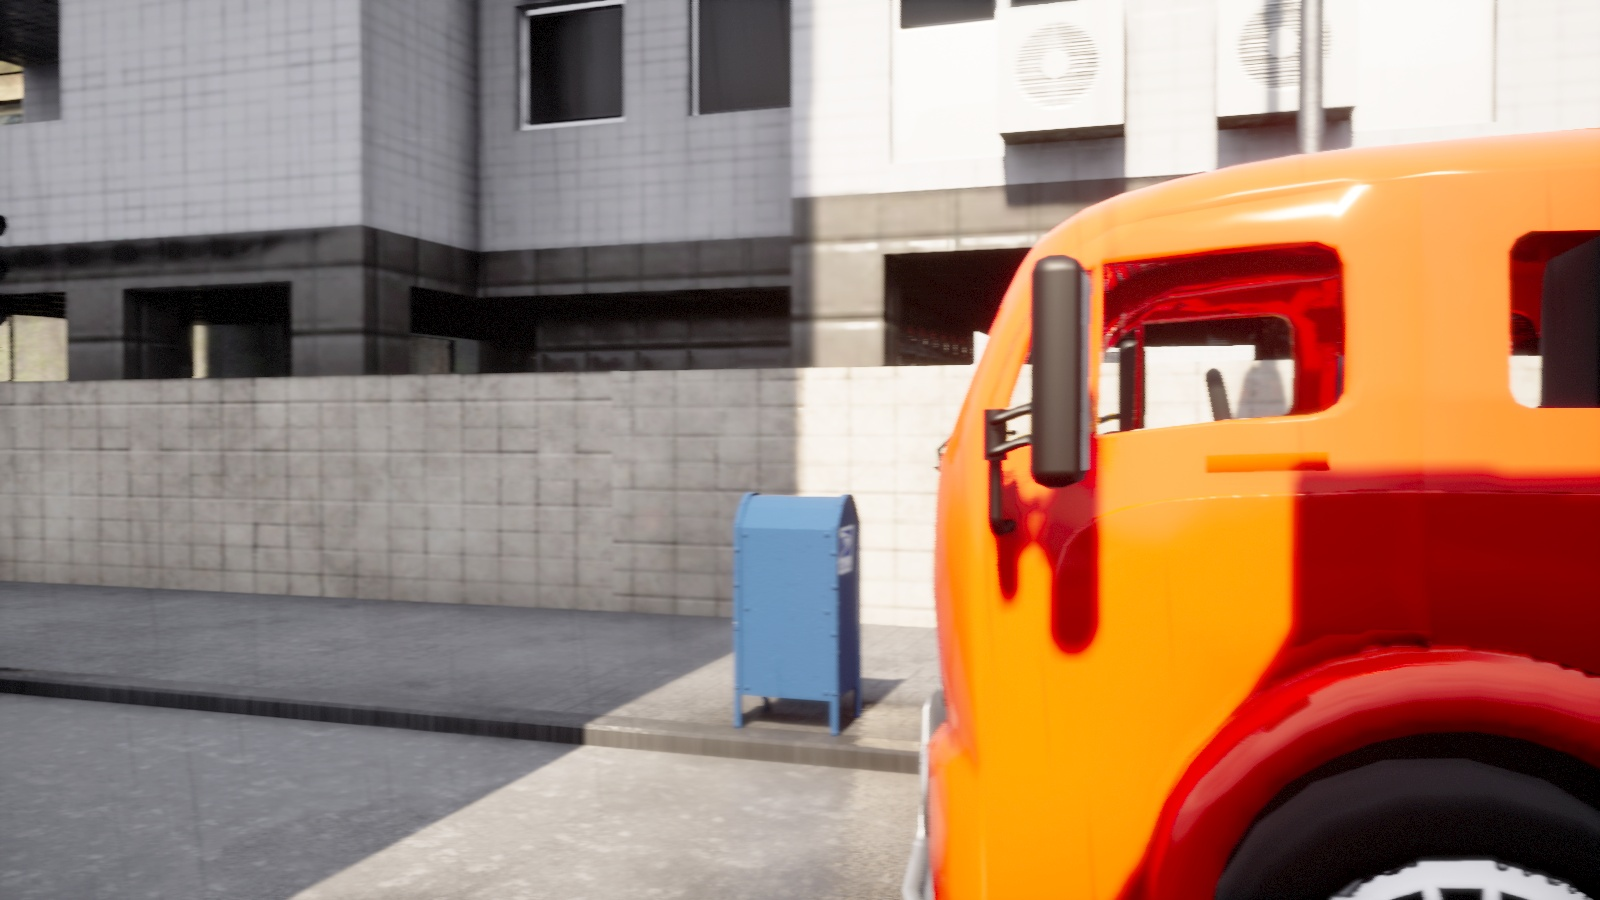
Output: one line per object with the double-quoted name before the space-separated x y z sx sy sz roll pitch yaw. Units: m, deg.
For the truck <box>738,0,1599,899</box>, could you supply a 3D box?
"truck" 2.768 0.309 2.794 5.204 2.467 2.627 1 1 18
